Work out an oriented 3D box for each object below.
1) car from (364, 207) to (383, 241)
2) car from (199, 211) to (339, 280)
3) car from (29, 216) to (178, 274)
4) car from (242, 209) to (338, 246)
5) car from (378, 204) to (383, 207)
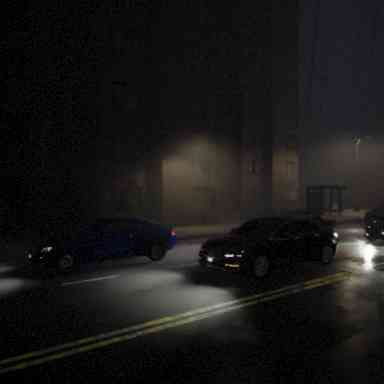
[{"bbox_3d":[9.728,1.556,15.175,4.181,1.385,1.994,0,0,-36],"label":"car"},{"bbox_3d":[2.458,1.501,10.027,4.892,1.490,1.837,0,0,-35],"label":"car"},{"bbox_3d":[-2.644,1.524,10.701,4.674,1.442,1.812,0,0,-35],"label":"car"},{"bbox_3d":[4.789,1.595,15.967,4.718,1.301,1.895,0,0,-35],"label":"car"},{"bbox_3d":[13.331,1.466,21.972,5.008,1.535,1.882,0,0,-35],"label":"car"}]
